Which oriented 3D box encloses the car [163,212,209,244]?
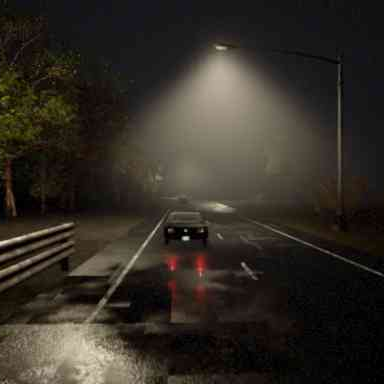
[{"bbox_3d":[-0.311,1.601,15.716,1.895,1.301,4.718,0,0,-2],"label":"car"}]

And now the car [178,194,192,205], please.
[{"bbox_3d":[-1.572,1.525,59.963,2.033,1.411,5.357,0,0,-2],"label":"car"}]
